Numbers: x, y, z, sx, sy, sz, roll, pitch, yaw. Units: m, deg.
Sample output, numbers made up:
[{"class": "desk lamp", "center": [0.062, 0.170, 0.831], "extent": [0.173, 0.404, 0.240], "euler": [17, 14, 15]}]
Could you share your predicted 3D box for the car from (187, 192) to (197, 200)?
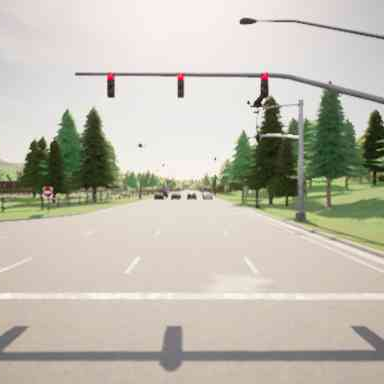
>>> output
[{"class": "car", "center": [-0.038, 0.787, 71.596], "extent": [2.097, 1.767, 4.553], "euler": [0, 0, 0]}]

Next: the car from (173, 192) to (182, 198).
[{"class": "car", "center": [-3.543, 0.789, 81.691], "extent": [1.895, 1.301, 4.718], "euler": [0, 0, 0]}]

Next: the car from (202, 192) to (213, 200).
[{"class": "car", "center": [3.462, 0.956, 71.662], "extent": [1.812, 1.442, 4.674], "euler": [0, 0, 0]}]

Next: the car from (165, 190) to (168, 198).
[{"class": "car", "center": [-7.043, 0.419, 81.686], "extent": [2.150, 2.045, 5.566], "euler": [0, 0, 0]}]

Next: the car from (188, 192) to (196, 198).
[{"class": "car", "center": [-0.043, 0.747, 81.662], "extent": [1.994, 1.385, 4.181], "euler": [0, 0, 0]}]

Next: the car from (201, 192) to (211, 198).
[{"class": "car", "center": [3.457, 0.719, 81.664], "extent": [2.128, 1.511, 4.902], "euler": [0, 0, 0]}]

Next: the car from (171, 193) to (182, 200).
[{"class": "car", "center": [-3.538, 0.935, 71.242], "extent": [1.837, 1.490, 4.892], "euler": [0, 0, 0]}]

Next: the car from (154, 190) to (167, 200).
[{"class": "car", "center": [-7.038, 0.913, 71.240], "extent": [1.882, 1.535, 5.008], "euler": [0, 0, 0]}]
